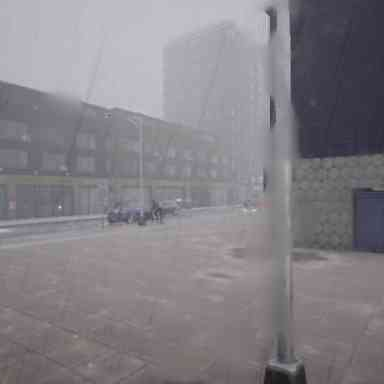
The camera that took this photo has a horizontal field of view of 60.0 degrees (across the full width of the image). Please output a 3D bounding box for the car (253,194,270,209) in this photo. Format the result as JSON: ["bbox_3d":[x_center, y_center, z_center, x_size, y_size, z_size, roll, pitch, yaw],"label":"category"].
[{"bbox_3d":[10.829,1.411,46.383,2.097,1.767,4.553,0,0,36],"label":"car"}]

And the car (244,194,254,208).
[{"bbox_3d":[9.753,1.290,49.728,2.150,2.045,5.566,0,0,36],"label":"car"}]

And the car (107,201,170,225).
[{"bbox_3d":[-4.158,1.455,25.311,2.097,1.767,4.553,0,0,35],"label":"car"}]

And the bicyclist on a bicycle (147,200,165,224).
[{"bbox_3d":[-2.483,1.391,22.655,1.656,1.620,0.582,-1,0,35],"label":"bicyclist on a bicycle"}]

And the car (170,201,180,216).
[{"bbox_3d":[-3.077,1.613,31.907,1.837,1.490,4.892,0,0,36],"label":"car"}]
